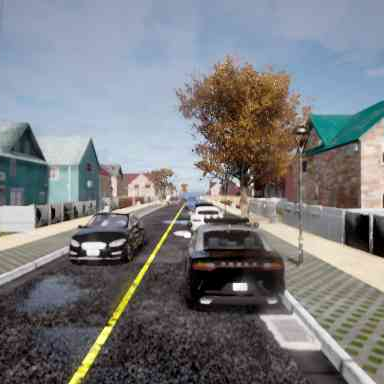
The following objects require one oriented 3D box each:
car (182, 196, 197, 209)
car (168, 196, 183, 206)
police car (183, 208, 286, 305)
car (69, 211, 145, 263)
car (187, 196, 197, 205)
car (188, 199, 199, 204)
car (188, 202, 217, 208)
[{"bbox_3d":[0.023,1.594,46.038,2.033,1.411,5.357,0,0,0],"label":"car"},{"bbox_3d":[-2.839,1.437,54.852,2.097,1.767,4.553,0,0,0],"label":"car"},{"bbox_3d":[0.824,1.418,8.288,1.930,1.638,5.238,0,0,0],"label":"police car"},{"bbox_3d":[-2.852,1.482,12.027,2.128,1.511,4.902,0,0,0],"label":"car"},{"bbox_3d":[-0.009,1.601,63.090,1.882,1.535,5.008,0,0,0],"label":"car"},{"bbox_3d":[0.821,1.488,24.179,1.837,1.490,4.892,0,0,0],"label":"car"},{"bbox_3d":[0.822,1.513,18.178,1.812,1.442,4.674,0,0,0],"label":"car"}]
